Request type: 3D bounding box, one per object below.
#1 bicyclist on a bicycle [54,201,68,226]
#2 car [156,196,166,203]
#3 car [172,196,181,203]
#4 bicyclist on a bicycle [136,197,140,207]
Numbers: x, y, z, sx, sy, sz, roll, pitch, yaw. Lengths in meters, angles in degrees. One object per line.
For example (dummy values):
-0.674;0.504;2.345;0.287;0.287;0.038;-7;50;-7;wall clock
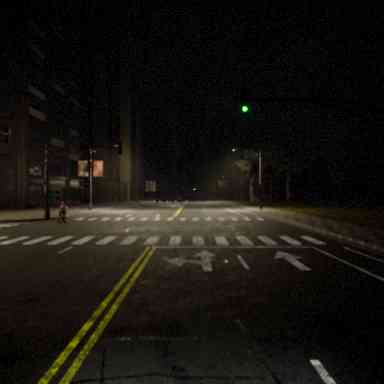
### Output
-8.765;1.412;22.449;0.866;1.612;1.509;0;0;0;bicyclist on a bicycle
-6.493;1.486;69.662;1.812;1.442;4.674;0;-1;0;car
-3.243;1.487;69.662;2.128;1.511;4.902;0;-1;0;car
-8.745;1.650;53.771;0.582;1.620;1.656;0;0;0;bicyclist on a bicycle
